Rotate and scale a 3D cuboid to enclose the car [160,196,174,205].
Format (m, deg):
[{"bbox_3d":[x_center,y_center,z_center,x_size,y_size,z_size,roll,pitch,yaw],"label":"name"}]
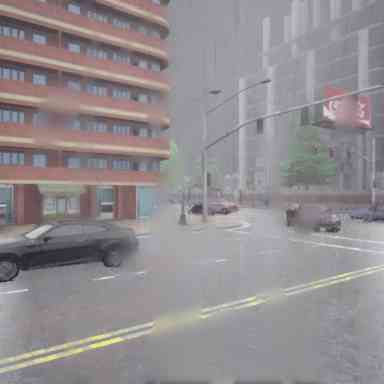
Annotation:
[{"bbox_3d":[-4.973,1.526,60.647,1.812,1.442,4.674,0,0,-35],"label":"car"}]

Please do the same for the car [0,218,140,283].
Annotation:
[{"bbox_3d":[-3.843,1.526,9.812,4.674,1.442,1.812,0,0,-34],"label":"car"}]

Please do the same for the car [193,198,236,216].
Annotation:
[{"bbox_3d":[1.853,1.564,32.267,1.994,1.385,4.181,0,0,-35],"label":"car"}]

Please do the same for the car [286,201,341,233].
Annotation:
[{"bbox_3d":[6.930,1.351,19.397,2.097,1.767,4.553,0,0,4],"label":"car"}]

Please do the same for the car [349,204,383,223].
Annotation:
[{"bbox_3d":[14.241,1.548,23.829,5.357,1.411,2.033,0,0,31],"label":"car"}]

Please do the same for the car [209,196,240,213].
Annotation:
[{"bbox_3d":[3.141,1.353,36.531,2.097,1.767,4.553,0,0,-35],"label":"car"}]
